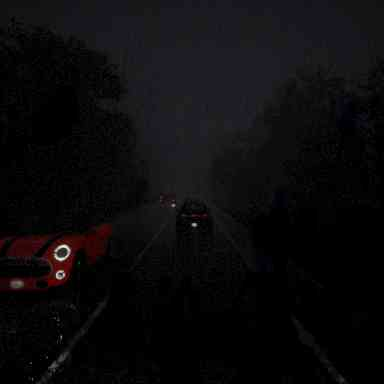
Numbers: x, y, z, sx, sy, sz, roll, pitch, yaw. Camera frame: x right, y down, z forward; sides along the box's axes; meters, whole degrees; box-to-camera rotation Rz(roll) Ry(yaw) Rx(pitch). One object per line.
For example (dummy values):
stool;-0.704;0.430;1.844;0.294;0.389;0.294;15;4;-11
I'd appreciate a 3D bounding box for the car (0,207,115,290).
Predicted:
car;-3.592;1.293;9.072;2.097;1.767;4.553;0;0;0

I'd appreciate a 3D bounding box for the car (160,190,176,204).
car;-3.536;0.720;49.772;2.150;2.045;5.566;0;1;0

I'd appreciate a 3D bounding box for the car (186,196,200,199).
car;0.134;1.147;36.003;1.882;1.535;5.008;0;1;0

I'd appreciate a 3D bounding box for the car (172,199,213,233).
car;0.118;1.353;18.577;2.128;1.511;4.902;0;1;0
